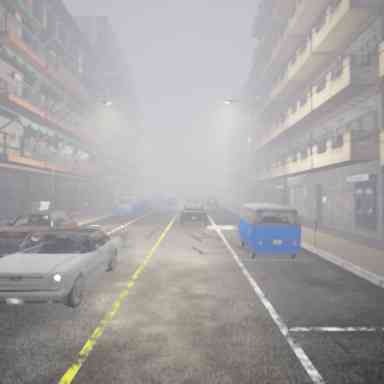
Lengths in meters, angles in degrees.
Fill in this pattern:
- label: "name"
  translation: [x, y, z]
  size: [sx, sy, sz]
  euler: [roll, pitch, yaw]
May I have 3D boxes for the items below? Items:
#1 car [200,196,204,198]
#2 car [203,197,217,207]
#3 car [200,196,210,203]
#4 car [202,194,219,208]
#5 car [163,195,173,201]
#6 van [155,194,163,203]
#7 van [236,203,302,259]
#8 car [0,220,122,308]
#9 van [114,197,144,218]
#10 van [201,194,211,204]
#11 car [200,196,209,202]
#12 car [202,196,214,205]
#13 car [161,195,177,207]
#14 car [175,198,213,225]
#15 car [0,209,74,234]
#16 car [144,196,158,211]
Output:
- label: "car"
  translation: [0.124, 1.514, 41.615]
  size: [1.994, 1.385, 4.181]
  euler: [0, 0, 0]
- label: "car"
  translation: [2.700, 1.502, 51.924]
  size: [1.947, 1.339, 4.313]
  euler: [1, 0, 0]
- label: "car"
  translation: [2.710, 1.494, 68.936]
  size: [1.802, 1.307, 4.206]
  euler: [1, 0, 0]
- label: "car"
  translation: [2.698, 1.384, 46.253]
  size: [1.967, 1.590, 4.097]
  euler: [1, 0, 0]
- label: "car"
  translation: [-5.720, 1.446, 80.351]
  size: [2.008, 1.369, 4.403]
  euler: [1, 0, 0]
- label: "van"
  translation: [-5.640, 1.270, 57.672]
  size: [1.690, 1.788, 3.998]
  euler: [1, 0, 0]
- label: "van"
  translation: [2.679, 1.328, 12.231]
  size: [1.690, 1.788, 3.998]
  euler: [1, 0, 0]
- label: "car"
  translation: [-3.096, 1.592, 8.013]
  size: [1.895, 1.301, 4.718]
  euler: [0, 0, 0]
- label: "van"
  translation: [-5.657, 1.308, 29.318]
  size: [1.690, 1.788, 3.998]
  euler: [1, 0, 0]
- label: "van"
  translation: [2.711, 1.261, 63.265]
  size: [1.690, 1.788, 3.998]
  euler: [1, 0, 0]
- label: "car"
  translation: [2.713, 1.485, 74.607]
  size: [1.802, 1.307, 4.206]
  euler: [1, 0, 0]
- label: "car"
  translation: [2.704, 1.453, 57.764]
  size: [1.752, 1.417, 4.829]
  euler: [1, 0, 0]
- label: "car"
  translation: [-3.053, 1.444, 49.593]
  size: [1.837, 1.490, 4.892]
  euler: [0, 0, 0]
- label: "car"
  translation: [0.116, 1.465, 23.781]
  size: [2.128, 1.511, 4.902]
  euler: [0, 0, 0]
- label: "car"
  translation: [-5.669, 1.427, 12.305]
  size: [1.967, 1.590, 4.097]
  euler: [1, 0, 0]
- label: "car"
  translation: [-5.654, 1.496, 40.660]
  size: [1.887, 1.381, 4.507]
  euler: [1, 0, 0]
